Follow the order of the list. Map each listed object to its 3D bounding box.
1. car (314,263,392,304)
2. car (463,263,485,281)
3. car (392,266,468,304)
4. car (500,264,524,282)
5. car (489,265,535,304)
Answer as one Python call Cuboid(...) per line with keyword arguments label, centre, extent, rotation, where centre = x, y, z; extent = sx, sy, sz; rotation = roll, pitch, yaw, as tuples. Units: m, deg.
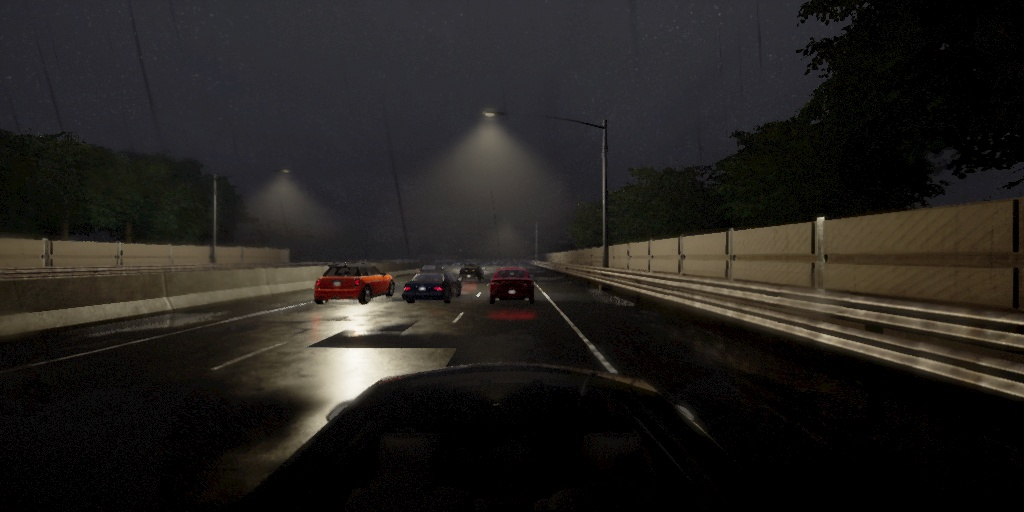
Cuboid(label="car", centre=(-7.000, 1.146, 16.474), extent=(2.097, 1.767, 4.553), rotation=(0, 0, 0))
Cuboid(label="car", centre=(-3.500, 1.389, 31.505), extent=(1.837, 1.490, 4.892), rotation=(0, 0, 0))
Cuboid(label="car", centre=(-3.500, 1.344, 16.503), extent=(2.033, 1.411, 5.357), rotation=(0, 0, 0))
Cuboid(label="car", centre=(0.000, 1.445, 31.504), extent=(1.994, 1.385, 4.181), rotation=(0, 0, 0))
Cuboid(label="car", centre=(0.000, 1.265, 16.503), extent=(1.882, 1.535, 5.008), rotation=(0, 0, 0))
